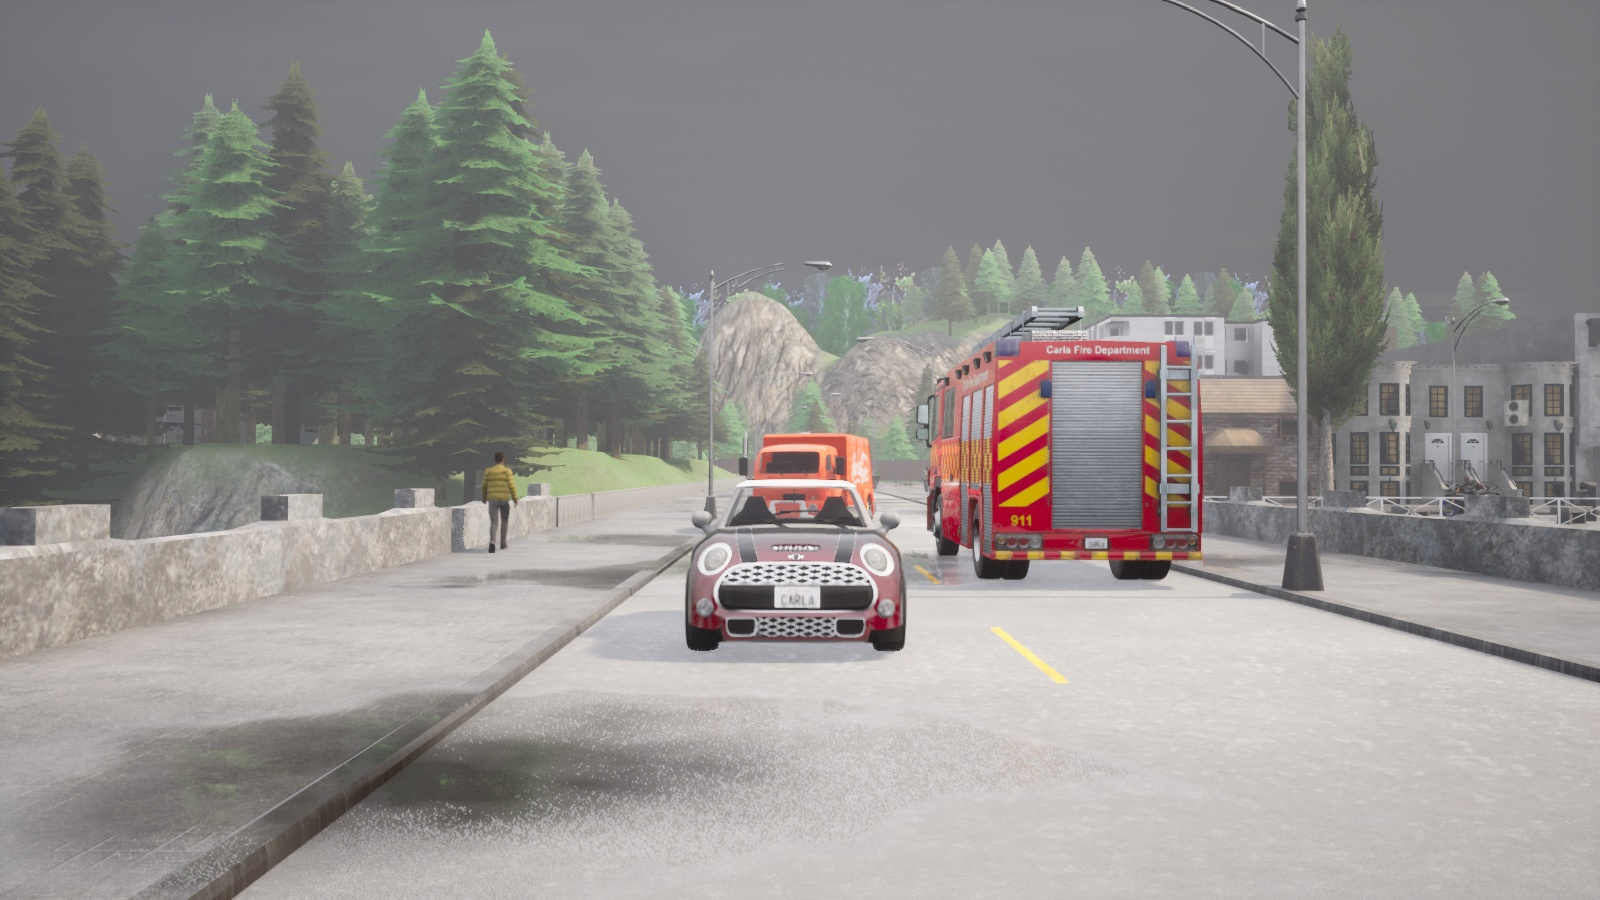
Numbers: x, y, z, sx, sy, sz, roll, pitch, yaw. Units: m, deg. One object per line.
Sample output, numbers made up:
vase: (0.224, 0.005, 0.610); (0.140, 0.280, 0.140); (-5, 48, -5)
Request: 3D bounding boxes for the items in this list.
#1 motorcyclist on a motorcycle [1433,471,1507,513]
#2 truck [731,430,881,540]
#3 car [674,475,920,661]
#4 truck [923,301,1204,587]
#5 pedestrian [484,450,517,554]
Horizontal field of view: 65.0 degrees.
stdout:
motorcyclist on a motorcycle: (24.408, 1.519, 45.770); (2.191, 1.530, 0.866); (0, -1, 0)
truck: (0.278, 0.844, 30.869); (2.627, 2.467, 5.204); (-1, -1, 12)
car: (-0.031, 0.981, 11.989); (1.970, 1.475, 3.806); (0, -1, 0)
truck: (3.942, -0.013, 21.061); (2.891, 3.827, 8.468); (0, -1, 0)
pedestrian: (-5.355, 0.922, 22.470); (0.431, 1.840, 0.709); (0, -1, -1)
